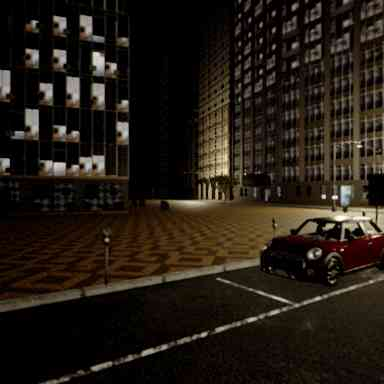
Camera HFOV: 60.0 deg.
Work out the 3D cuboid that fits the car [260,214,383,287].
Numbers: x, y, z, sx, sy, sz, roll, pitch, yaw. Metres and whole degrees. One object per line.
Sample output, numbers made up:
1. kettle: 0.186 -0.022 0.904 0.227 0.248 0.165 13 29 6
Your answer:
1. car: 3.776 1.434 9.257 4.097 1.590 1.967 0 0 -36
